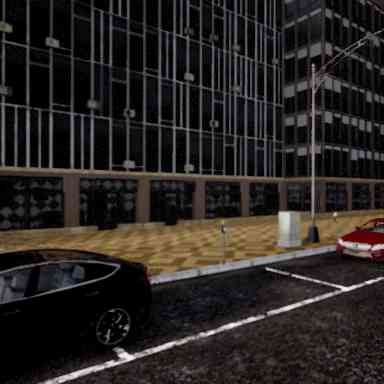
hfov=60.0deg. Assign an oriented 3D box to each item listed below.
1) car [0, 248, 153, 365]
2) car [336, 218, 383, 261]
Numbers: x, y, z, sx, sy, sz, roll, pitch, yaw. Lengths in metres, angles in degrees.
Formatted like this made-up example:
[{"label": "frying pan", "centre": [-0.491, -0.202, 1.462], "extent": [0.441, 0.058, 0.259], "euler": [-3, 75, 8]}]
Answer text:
[{"label": "car", "centre": [-2.621, 1.565, 4.686], "extent": [4.313, 1.339, 1.947], "euler": [0, 0, -35]}, {"label": "car", "centre": [6.648, 1.557, 11.294], "extent": [4.206, 1.307, 1.802], "euler": [0, 0, -35]}]
